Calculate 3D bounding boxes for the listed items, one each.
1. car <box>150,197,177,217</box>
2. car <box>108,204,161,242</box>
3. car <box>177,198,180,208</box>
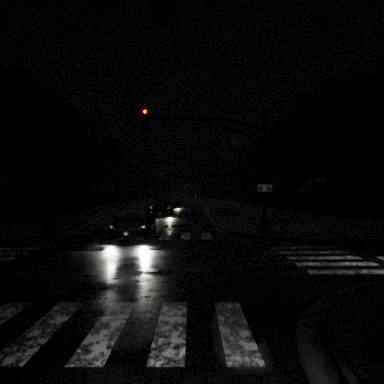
[{"bbox_3d":[-2.833,1.356,31.696,2.097,1.767,4.553,0,0,0],"label":"car"},{"bbox_3d":[-2.843,1.527,16.625,1.812,1.442,4.674,0,0,0],"label":"car"},{"bbox_3d":[-2.793,1.490,48.939,1.882,1.535,5.008,0,0,0],"label":"car"}]
